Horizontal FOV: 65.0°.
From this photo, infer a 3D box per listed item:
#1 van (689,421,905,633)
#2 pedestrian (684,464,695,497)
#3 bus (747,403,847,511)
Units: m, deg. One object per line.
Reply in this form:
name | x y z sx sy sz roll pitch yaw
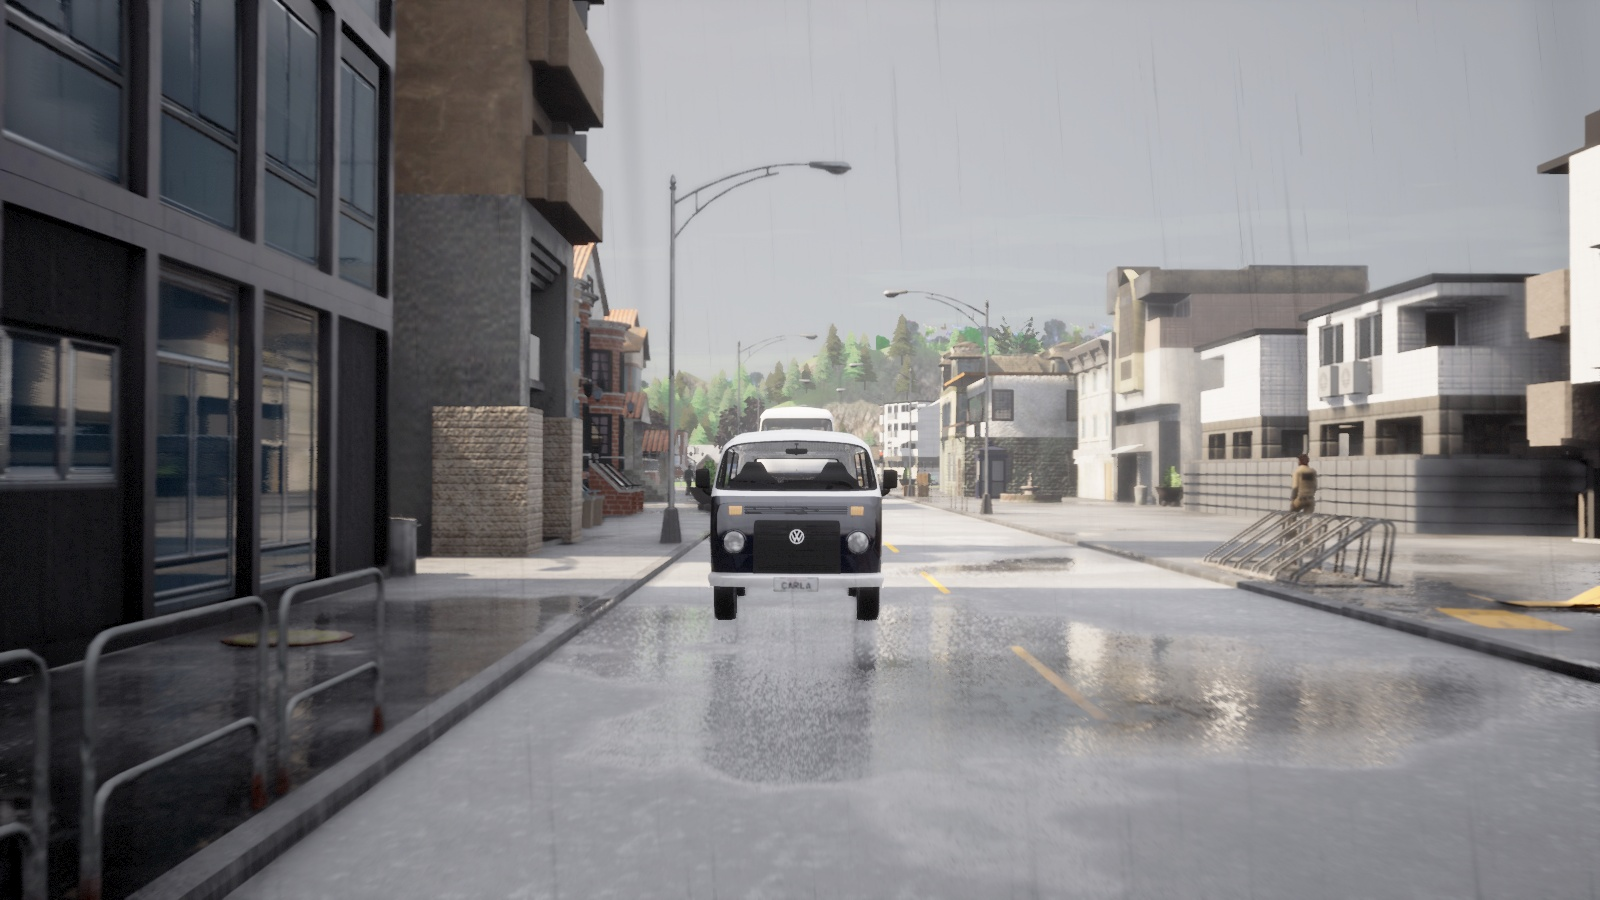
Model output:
van | -0.036 0.778 14.349 2.069 2.038 4.480 0 -1 0
pedestrian | -6.488 1.788 73.595 0.423 1.949 0.788 0 -1 12
bus | -0.140 0.355 54.714 3.944 4.253 10.273 0 -1 0
